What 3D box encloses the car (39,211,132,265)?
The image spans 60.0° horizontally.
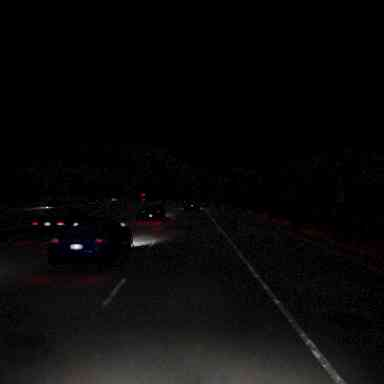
[{"bbox_3d":[-3.398,1.580,11.779,1.994,1.385,4.181,0,0,0],"label":"car"}]

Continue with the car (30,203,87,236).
[{"bbox_3d":[-6.897,1.578,18.364,2.033,1.411,5.357,0,0,0],"label":"car"}]

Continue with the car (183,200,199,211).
[{"bbox_3d":[-0.119,1.672,42.920,1.994,1.385,4.181,0,0,-3],"label":"car"}]

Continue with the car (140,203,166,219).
[{"bbox_3d":[-3.395,1.662,29.672,1.895,1.301,4.718,0,0,0],"label":"car"}]

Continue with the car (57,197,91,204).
[{"bbox_3d":[-14.227,1.577,40.492,1.882,1.535,5.008,0,0,-2],"label":"car"}]

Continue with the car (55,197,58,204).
[{"bbox_3d":[-18.309,1.708,49.180,1.994,1.385,4.181,0,0,-7],"label":"car"}]

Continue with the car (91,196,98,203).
[{"bbox_3d":[-23.825,1.848,80.084,1.837,1.490,4.892,0,0,-24],"label":"car"}]

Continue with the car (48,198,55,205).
[{"bbox_3d":[-22.923,1.678,56.009,2.128,1.511,4.902,0,0,-11],"label":"car"}]
